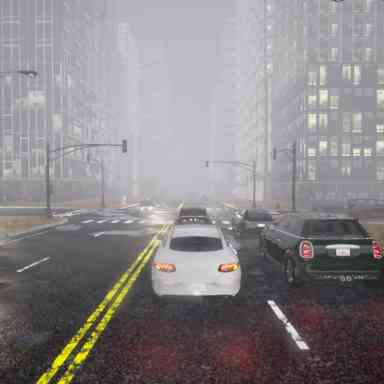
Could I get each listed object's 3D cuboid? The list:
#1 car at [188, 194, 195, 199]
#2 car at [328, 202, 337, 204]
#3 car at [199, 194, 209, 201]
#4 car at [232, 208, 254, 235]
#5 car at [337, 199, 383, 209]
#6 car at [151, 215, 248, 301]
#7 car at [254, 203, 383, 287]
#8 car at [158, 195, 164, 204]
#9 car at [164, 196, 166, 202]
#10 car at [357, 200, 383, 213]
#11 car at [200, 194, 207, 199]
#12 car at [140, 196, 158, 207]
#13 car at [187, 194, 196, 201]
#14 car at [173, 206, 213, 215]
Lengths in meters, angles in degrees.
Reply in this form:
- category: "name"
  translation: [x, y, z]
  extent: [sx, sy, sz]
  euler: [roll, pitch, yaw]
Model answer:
- category: "car"
  translation: [-0.229, 1.216, 90.766]
  extent: [1.882, 1.535, 5.008]
  euler: [0, 0, 0]
- category: "car"
  translation: [14.865, 1.699, 35.385]
  extent: [4.718, 1.301, 1.895]
  euler: [1, 1, 0]
- category: "car"
  translation: [3.048, 1.392, 80.356]
  extent: [1.882, 1.535, 5.008]
  euler: [0, 0, 0]
- category: "car"
  translation: [3.304, 1.554, 17.846]
  extent: [1.994, 1.385, 4.181]
  euler: [0, 0, 0]
- category: "car"
  translation: [16.127, 1.518, 29.599]
  extent: [5.009, 1.841, 2.192]
  euler: [1, 0, 1]
- category: "car"
  translation: [0.081, 1.522, 8.183]
  extent: [1.812, 1.442, 4.674]
  euler: [0, 0, 0]
- category: "car"
  translation: [3.327, 1.348, 9.460]
  extent: [2.097, 1.767, 4.553]
  euler: [0, 0, 0]
- category: "car"
  translation: [-6.722, 1.427, 61.100]
  extent: [1.882, 1.535, 5.008]
  euler: [0, 0, 1]
- category: "car"
  translation: [-6.682, 1.414, 71.475]
  extent: [1.882, 1.535, 5.008]
  euler: [0, 0, 0]
- category: "car"
  translation: [21.714, 1.641, 37.900]
  extent: [4.829, 1.417, 1.752]
  euler: [1, 0, 1]
- category: "car"
  translation: [3.021, 1.262, 90.773]
  extent: [1.812, 1.442, 4.674]
  euler: [0, 0, 0]
- category: "car"
  translation: [-6.718, 1.526, 50.776]
  extent: [1.994, 1.385, 4.181]
  euler: [0, 0, 0]
- category: "car"
  translation: [-0.202, 1.414, 80.348]
  extent: [1.837, 1.490, 4.892]
  euler: [0, 0, 0]
- category: "car"
  translation: [0.056, 1.495, 17.432]
  extent: [1.837, 1.490, 4.892]
  euler: [0, 0, 0]
